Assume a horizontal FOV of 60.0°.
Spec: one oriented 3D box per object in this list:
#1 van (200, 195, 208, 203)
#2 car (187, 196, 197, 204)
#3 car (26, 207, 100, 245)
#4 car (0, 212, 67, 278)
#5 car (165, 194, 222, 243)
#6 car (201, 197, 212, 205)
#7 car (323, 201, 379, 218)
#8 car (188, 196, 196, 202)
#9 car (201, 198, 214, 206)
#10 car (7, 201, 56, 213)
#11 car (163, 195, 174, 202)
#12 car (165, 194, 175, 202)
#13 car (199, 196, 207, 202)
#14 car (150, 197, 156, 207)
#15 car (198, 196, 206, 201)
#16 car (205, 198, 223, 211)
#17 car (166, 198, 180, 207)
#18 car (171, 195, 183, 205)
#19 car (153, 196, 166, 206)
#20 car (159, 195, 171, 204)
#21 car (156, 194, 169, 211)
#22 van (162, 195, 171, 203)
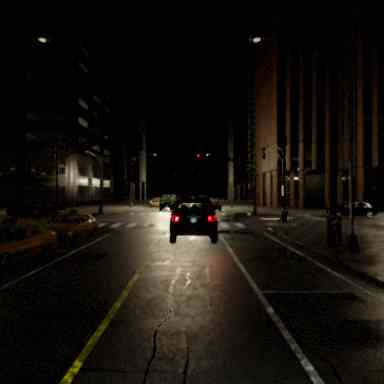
[{"bbox_3d":[2.761,1.572,76.505,1.690,1.788,3.998,0,0,0],"label":"van"},{"bbox_3d":[-0.003,1.735,73.110,2.128,1.511,4.902,0,0,0],"label":"car"},{"bbox_3d":[-5.761,1.570,15.886,1.752,1.417,4.829,0,0,0],"label":"car"},{"bbox_3d":[-5.761,1.555,10.285,1.752,1.417,4.829,0,0,0],"label":"car"},{"bbox_3d":[0.079,1.268,16.354,2.150,2.045,5.566,0,0,0],"label":"car"},{"bbox_3d":[2.761,1.759,65.287,1.947,1.339,4.313,0,0,0],"label":"car"},{"bbox_3d":[14.802,1.654,31.130,4.892,1.490,1.837,0,0,0],"label":"car"},{"bbox_3d":[-0.004,1.626,83.528,2.033,1.411,5.357,0,0,0],"label":"car"},{"bbox_3d":[2.762,1.726,59.678,2.008,1.369,4.403,0,0,0],"label":"car"},{"bbox_3d":[-12.738,1.531,27.761,4.902,1.511,2.128,0,0,0],"label":"car"},{"bbox_3d":[-5.764,1.566,82.098,2.192,1.841,5.009,0,0,0],"label":"car"},{"bbox_3d":[-5.765,1.586,87.706,2.192,1.841,5.009,0,0,0],"label":"car"},{"bbox_3d":[2.760,1.837,87.722,1.947,1.339,4.313,0,0,0],"label":"car"},{"bbox_3d":[-5.763,1.598,54.050,1.967,1.590,4.097,0,0,0],"label":"car"},{"bbox_3d":[2.760,1.858,93.332,1.947,1.339,4.313,0,0,0],"label":"car"},{"bbox_3d":[2.763,1.564,42.851,1.967,1.590,4.097,0,0,0],"label":"car"},{"bbox_3d":[-3.032,1.722,54.232,1.994,1.385,4.181,0,0,1],"label":"car"},{"bbox_3d":[-3.003,1.549,66.194,2.097,1.767,4.553,0,0,0],"label":"car"},{"bbox_3d":[-5.763,1.616,59.659,1.967,1.590,4.097,0,0,0],"label":"car"},{"bbox_3d":[-5.763,1.527,70.879,2.192,1.841,5.009,0,0,0],"label":"car"},{"bbox_3d":[-3.073,1.348,43.880,2.150,2.045,5.566,0,0,0],"label":"car"},{"bbox_3d":[-5.764,1.572,76.487,1.690,1.788,3.998,0,0,0],"label":"van"}]
